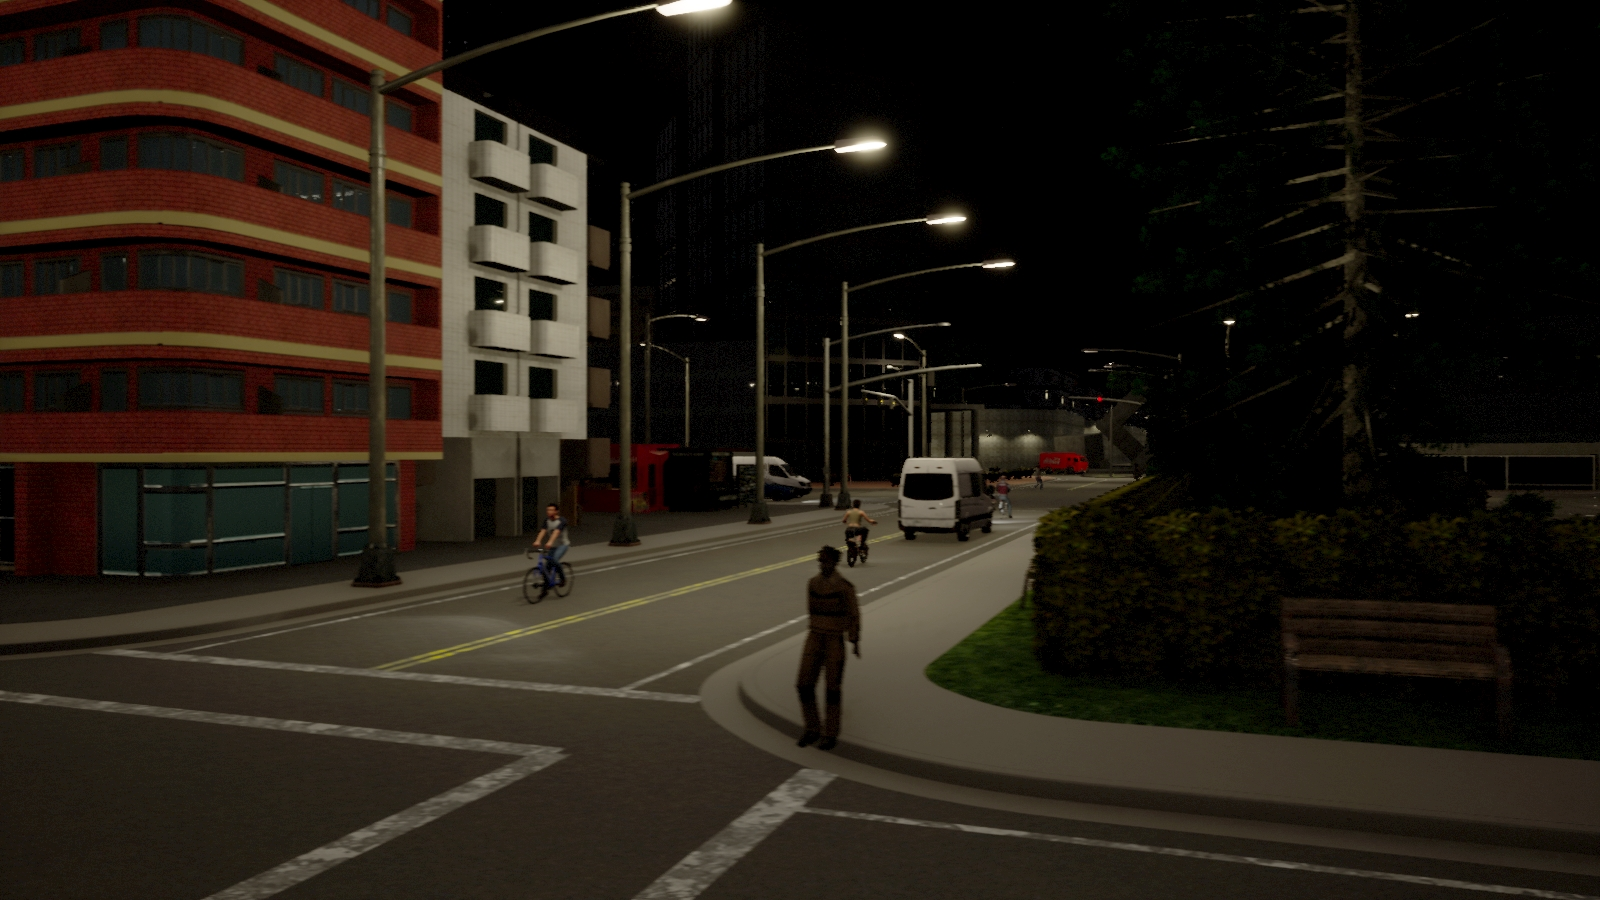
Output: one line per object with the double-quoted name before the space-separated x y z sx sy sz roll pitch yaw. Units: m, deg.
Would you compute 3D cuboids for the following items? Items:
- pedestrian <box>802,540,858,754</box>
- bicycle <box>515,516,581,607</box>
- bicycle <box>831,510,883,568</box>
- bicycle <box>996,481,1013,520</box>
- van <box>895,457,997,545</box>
"pedestrian" 0.274 1.770 10.392 0.375 1.860 0.375 0 0 28
"bicycle" -4.662 2.045 21.258 0.373 1.521 1.643 0 0 20
"bicycle" 1.406 2.147 27.803 0.859 1.301 1.487 0 0 21
"bicycle" 8.313 2.049 46.373 0.329 1.496 1.835 0 0 21
"van" 4.855 1.535 37.080 1.988 2.561 5.915 0 0 20
